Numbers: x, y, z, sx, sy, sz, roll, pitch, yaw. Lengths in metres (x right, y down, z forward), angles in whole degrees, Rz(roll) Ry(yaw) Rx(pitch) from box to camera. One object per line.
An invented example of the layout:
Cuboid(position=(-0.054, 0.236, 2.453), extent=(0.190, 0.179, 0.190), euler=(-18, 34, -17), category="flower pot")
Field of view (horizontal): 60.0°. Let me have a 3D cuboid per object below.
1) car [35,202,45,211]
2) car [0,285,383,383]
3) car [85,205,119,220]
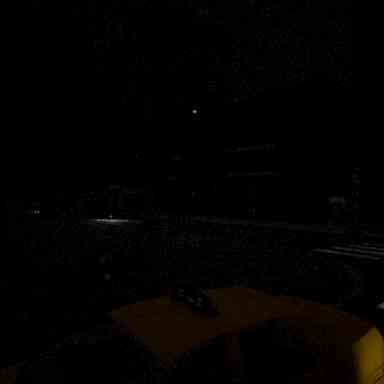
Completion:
Cuboid(position=(-24.247, 2.442, 54.438), extent=(1.882, 1.535, 5.008), euler=(1, -2, -36), category="car")
Cuboid(position=(-0.210, 1.521, 2.657), extent=(4.829, 1.417, 1.752), euler=(0, 1, -36), category="car")
Cuboid(position=(-9.261, 2.002, 33.784), extent=(2.033, 1.411, 5.357), euler=(1, -2, -36), category="car")
